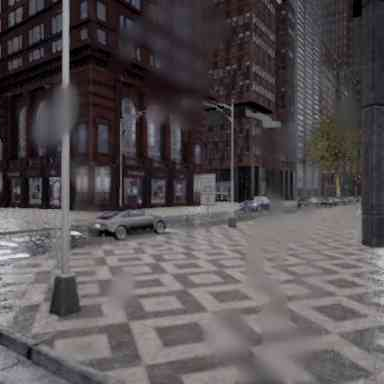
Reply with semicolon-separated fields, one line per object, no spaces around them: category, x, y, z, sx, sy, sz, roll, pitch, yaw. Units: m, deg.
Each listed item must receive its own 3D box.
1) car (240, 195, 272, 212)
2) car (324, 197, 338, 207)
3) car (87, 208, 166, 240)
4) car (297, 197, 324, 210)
car;7.055;1.246;36.612;2.097;1.767;4.553;0;0;36
car;20.612;1.428;50.328;2.033;1.411;5.357;0;0;35
car;-3.189;1.519;16.904;1.994;1.385;4.181;0;0;35
car;14.740;1.397;41.989;1.837;1.490;4.892;0;0;36
